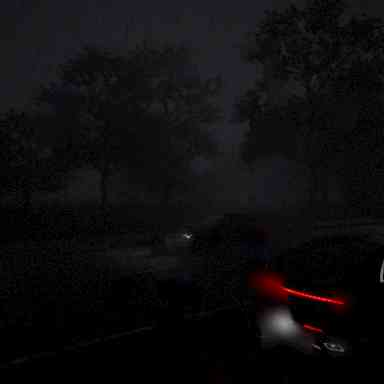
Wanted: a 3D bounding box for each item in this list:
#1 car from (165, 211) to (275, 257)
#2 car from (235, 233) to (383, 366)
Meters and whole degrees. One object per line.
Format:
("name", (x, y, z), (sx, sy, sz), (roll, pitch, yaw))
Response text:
("car", (1.202, 1.498, 12.966), (4.674, 1.442, 1.812), (0, 0, -32))
("car", (3.258, 1.495, 5.753), (4.892, 1.490, 1.837), (0, 0, -33))
